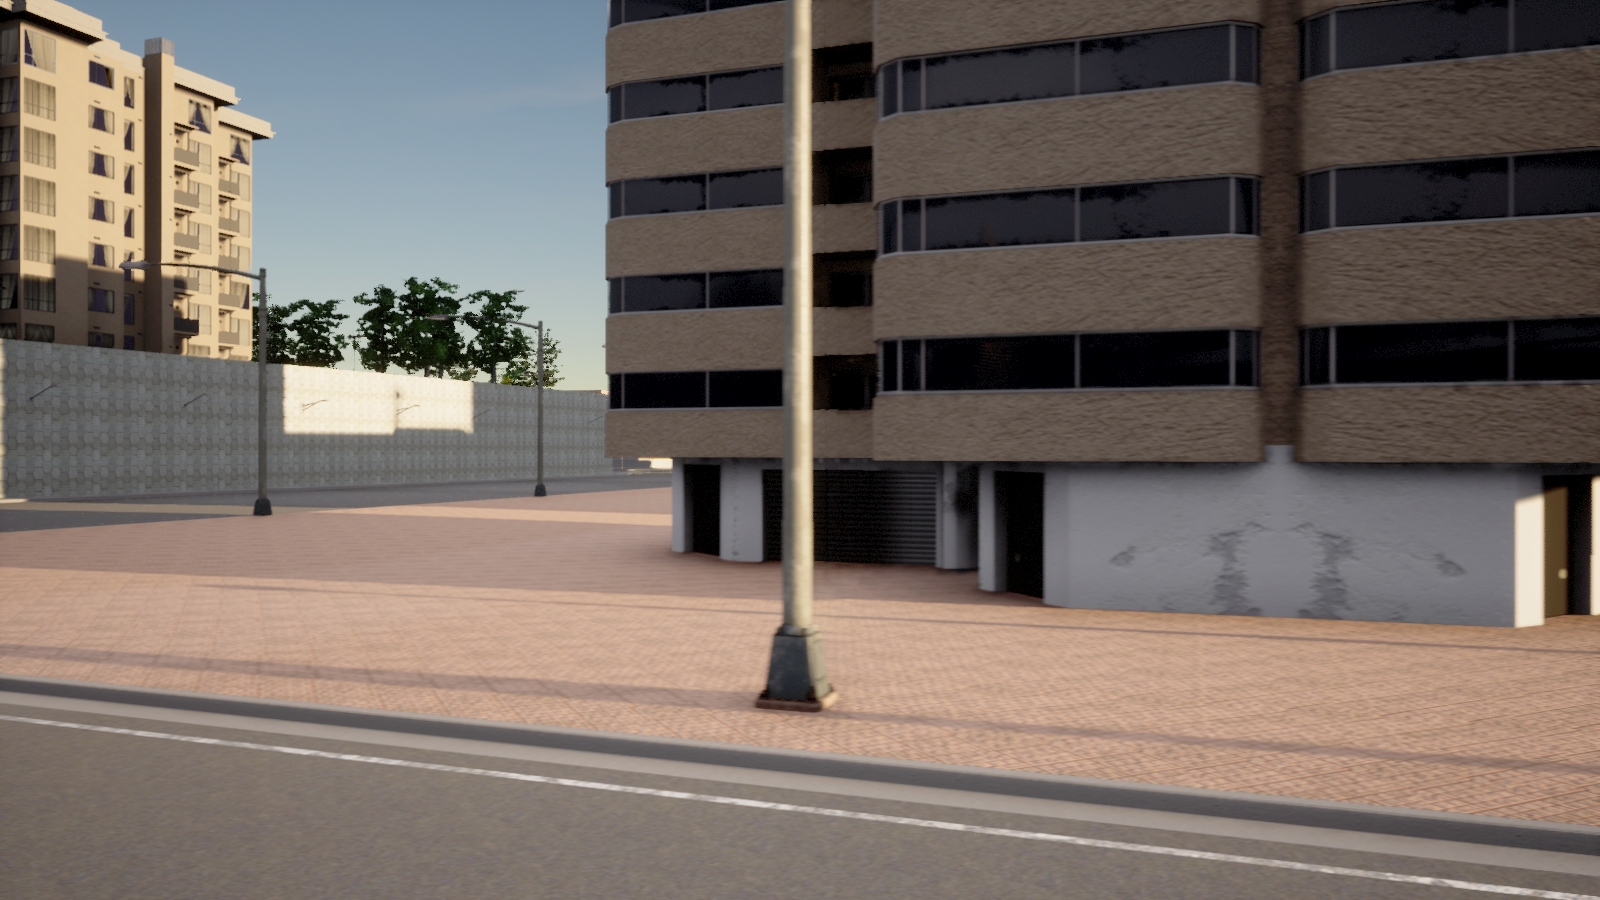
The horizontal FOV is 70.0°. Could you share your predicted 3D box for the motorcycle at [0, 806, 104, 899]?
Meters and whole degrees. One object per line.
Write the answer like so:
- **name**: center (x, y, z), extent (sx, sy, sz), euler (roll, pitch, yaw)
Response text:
- **motorcycle**: center (-4.010, 2.171, 4.757), extent (2.033, 1.224, 0.803), euler (0, 0, 20)
